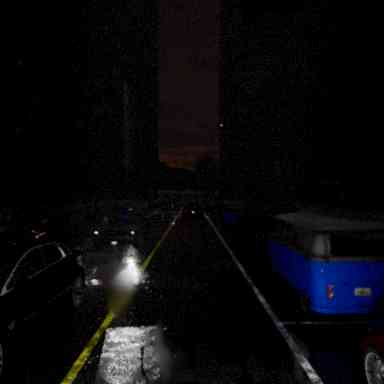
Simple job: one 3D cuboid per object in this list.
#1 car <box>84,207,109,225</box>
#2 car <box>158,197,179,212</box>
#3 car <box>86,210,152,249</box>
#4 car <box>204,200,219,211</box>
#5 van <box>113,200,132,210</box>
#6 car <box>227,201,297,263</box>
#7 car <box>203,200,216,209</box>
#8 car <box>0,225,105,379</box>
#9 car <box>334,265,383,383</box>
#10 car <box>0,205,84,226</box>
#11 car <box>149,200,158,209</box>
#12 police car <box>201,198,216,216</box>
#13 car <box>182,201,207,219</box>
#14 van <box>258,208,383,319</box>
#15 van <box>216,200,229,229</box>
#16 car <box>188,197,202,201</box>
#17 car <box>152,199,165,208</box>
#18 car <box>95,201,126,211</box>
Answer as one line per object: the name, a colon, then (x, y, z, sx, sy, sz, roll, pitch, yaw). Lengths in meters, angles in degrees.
car: (-5.773, 1.668, 16.428, 1.887, 1.381, 4.507, -1, 0, 0)
car: (-3.086, 1.833, 45.060, 1.837, 1.490, 4.892, 0, -1, 0)
car: (-3.066, 1.716, 15.331, 1.895, 1.301, 4.718, 0, 0, 0)
car: (2.752, 1.911, 47.781, 1.947, 1.339, 4.313, -1, 0, 0)
van: (-5.776, 1.535, 26.201, 1.690, 1.788, 3.998, -1, 0, 0)
car: (2.775, 1.408, 12.337, 2.192, 1.841, 5.009, -1, 0, 0)
car: (2.752, 1.945, 52.984, 1.947, 1.339, 4.313, -1, 0, 0)
car: (-3.094, 1.531, 5.063, 2.128, 1.511, 4.902, 0, 0, 0)
car: (2.767, 1.599, 2.161, 1.802, 1.307, 4.206, -1, 0, 0)
car: (-5.776, 1.402, 11.543, 2.192, 1.841, 5.009, -1, 0, 0)
car: (-5.774, 1.920, 52.285, 1.887, 1.381, 4.507, -1, 0, 0)
police car: (2.365, 1.691, 36.400, 1.930, 1.638, 5.238, 0, 0, 0)
car: (0.100, 1.797, 31.677, 1.994, 1.385, 4.181, 0, 0, 0)
van: (2.770, 1.396, 7.250, 1.690, 1.788, 3.998, -1, 0, 0)
van: (2.787, 1.508, 22.512, 1.690, 1.788, 3.998, -1, 0, 0)
car: (0.100, 1.828, 44.674, 1.837, 1.490, 4.892, 0, -1, 0)
car: (-5.774, 1.991, 57.661, 1.802, 1.307, 4.206, -1, 0, 0)
car: (-5.774, 1.599, 21.314, 1.967, 1.590, 4.097, -1, 0, 0)
